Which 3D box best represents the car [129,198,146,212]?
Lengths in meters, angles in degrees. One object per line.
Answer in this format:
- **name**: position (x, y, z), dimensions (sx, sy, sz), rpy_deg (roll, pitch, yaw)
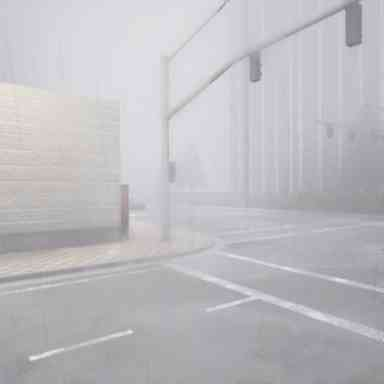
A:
- **car**: position (-7.056, 1.422, 37.909), dimensions (1.882, 1.535, 5.008), rpy_deg (0, 0, -35)
